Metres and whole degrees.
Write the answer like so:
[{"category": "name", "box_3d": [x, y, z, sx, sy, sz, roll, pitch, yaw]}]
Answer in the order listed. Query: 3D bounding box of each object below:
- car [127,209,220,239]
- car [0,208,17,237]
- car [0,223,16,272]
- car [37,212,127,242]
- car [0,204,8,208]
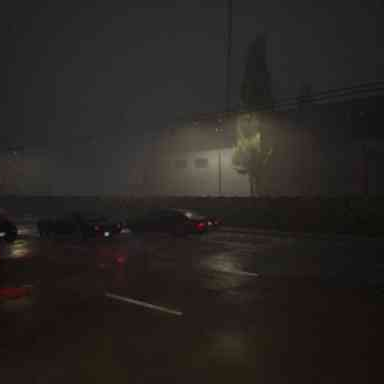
[{"category": "car", "box_3d": [-1.164, 1.588, 17.668, 5.357, 1.411, 2.033, 0, 0, 36]}, {"category": "car", "box_3d": [-9.816, 1.587, 15.261, 4.674, 1.442, 1.812, 0, 0, 35]}, {"category": "car", "box_3d": [-7.250, 1.589, 9.114, 5.357, 1.411, 2.033, 0, 0, 36]}, {"category": "car", "box_3d": [-5.730, 1.653, 16.647, 4.718, 1.301, 1.895, 0, 0, 36]}, {"category": "car", "box_3d": [-18.613, 1.597, 30.140, 5.008, 1.535, 1.882, 0, 0, 36]}]
